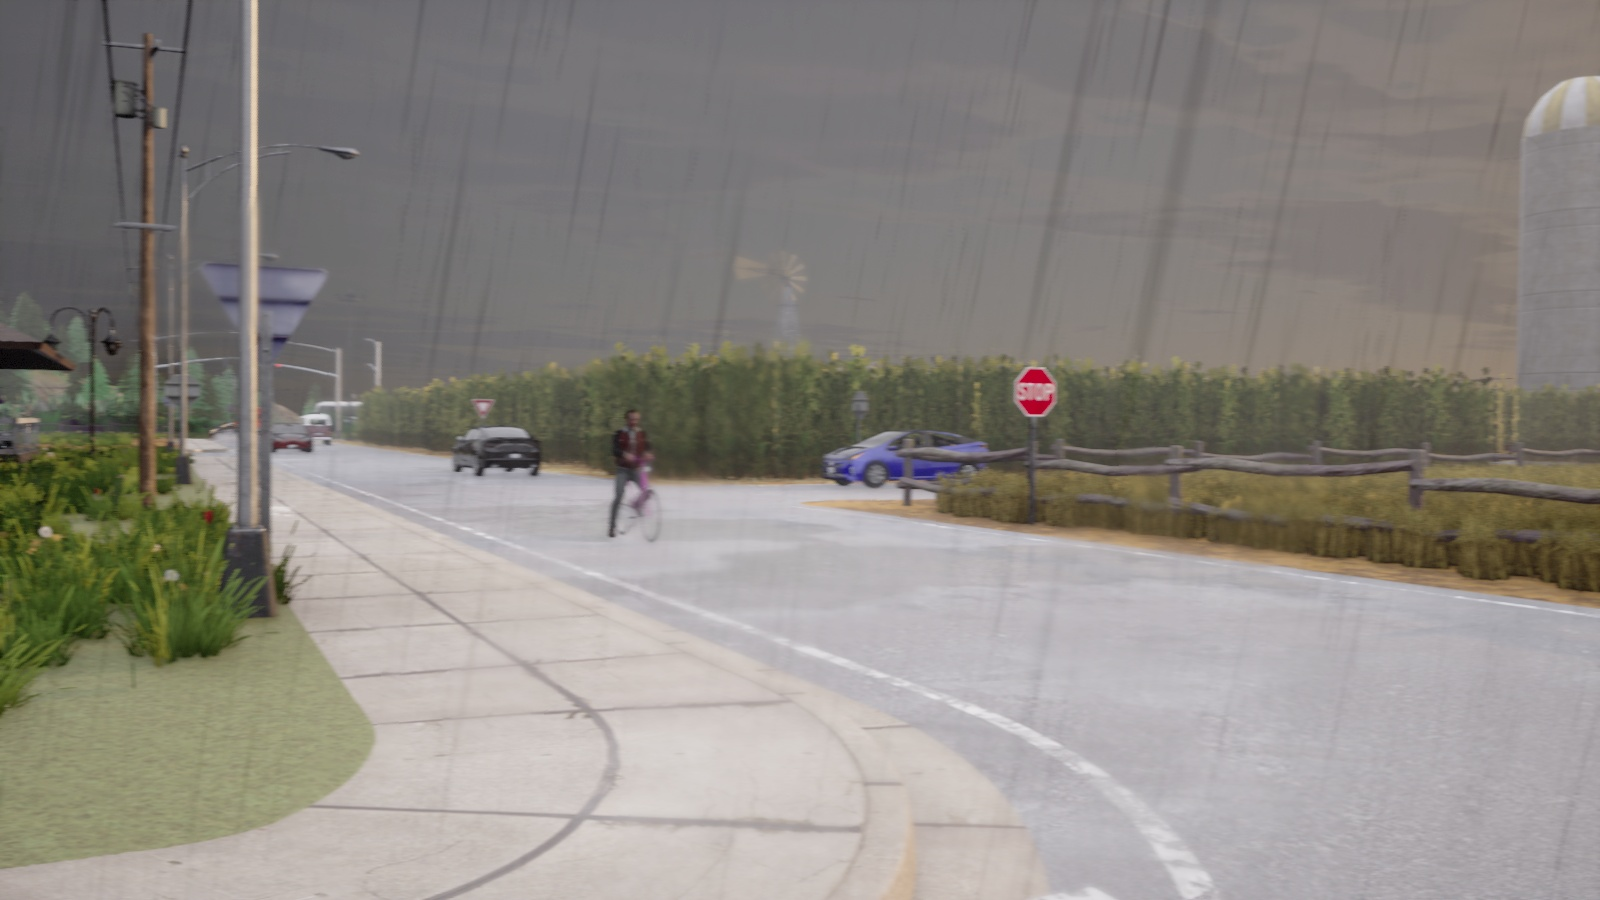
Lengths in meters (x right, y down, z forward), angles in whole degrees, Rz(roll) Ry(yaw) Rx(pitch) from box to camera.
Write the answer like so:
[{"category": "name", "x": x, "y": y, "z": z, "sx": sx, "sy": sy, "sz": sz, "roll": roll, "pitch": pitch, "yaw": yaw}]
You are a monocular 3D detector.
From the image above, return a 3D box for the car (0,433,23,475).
[{"category": "car", "x": -33.404, "y": 0.167, "z": 49.194, "sx": 4.856, "sy": 1.649, "sz": 2.033, "roll": -1, "pitch": 1, "yaw": -28}]

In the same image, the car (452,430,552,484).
[{"category": "car", "x": -9.320, "y": 0.178, "z": 38.947, "sx": 1.882, "sy": 1.535, "sz": 5.008, "roll": -1, "pitch": 1, "yaw": -27}]

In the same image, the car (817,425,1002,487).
[{"category": "car", "x": 2.922, "y": 0.121, "z": 33.410, "sx": 4.514, "sy": 1.525, "sz": 2.007, "roll": -1, "pitch": 1, "yaw": -27}]

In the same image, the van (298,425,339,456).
[{"category": "van", "x": -32.314, "y": -0.646, "z": 84.249, "sx": 2.069, "sy": 2.038, "sz": 4.480, "roll": -1, "pitch": 1, "yaw": -27}]

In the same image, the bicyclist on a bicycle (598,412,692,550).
[{"category": "bicyclist on a bicycle", "x": -2.133, "y": 0.387, "z": 17.048, "sx": 0.659, "sy": 1.776, "sz": 1.843, "roll": -1, "pitch": 1, "yaw": -27}]

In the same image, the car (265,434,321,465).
[{"category": "car", "x": -25.560, "y": -0.065, "z": 63.217, "sx": 2.163, "sy": 1.488, "sz": 4.792, "roll": -1, "pitch": 1, "yaw": -27}]
